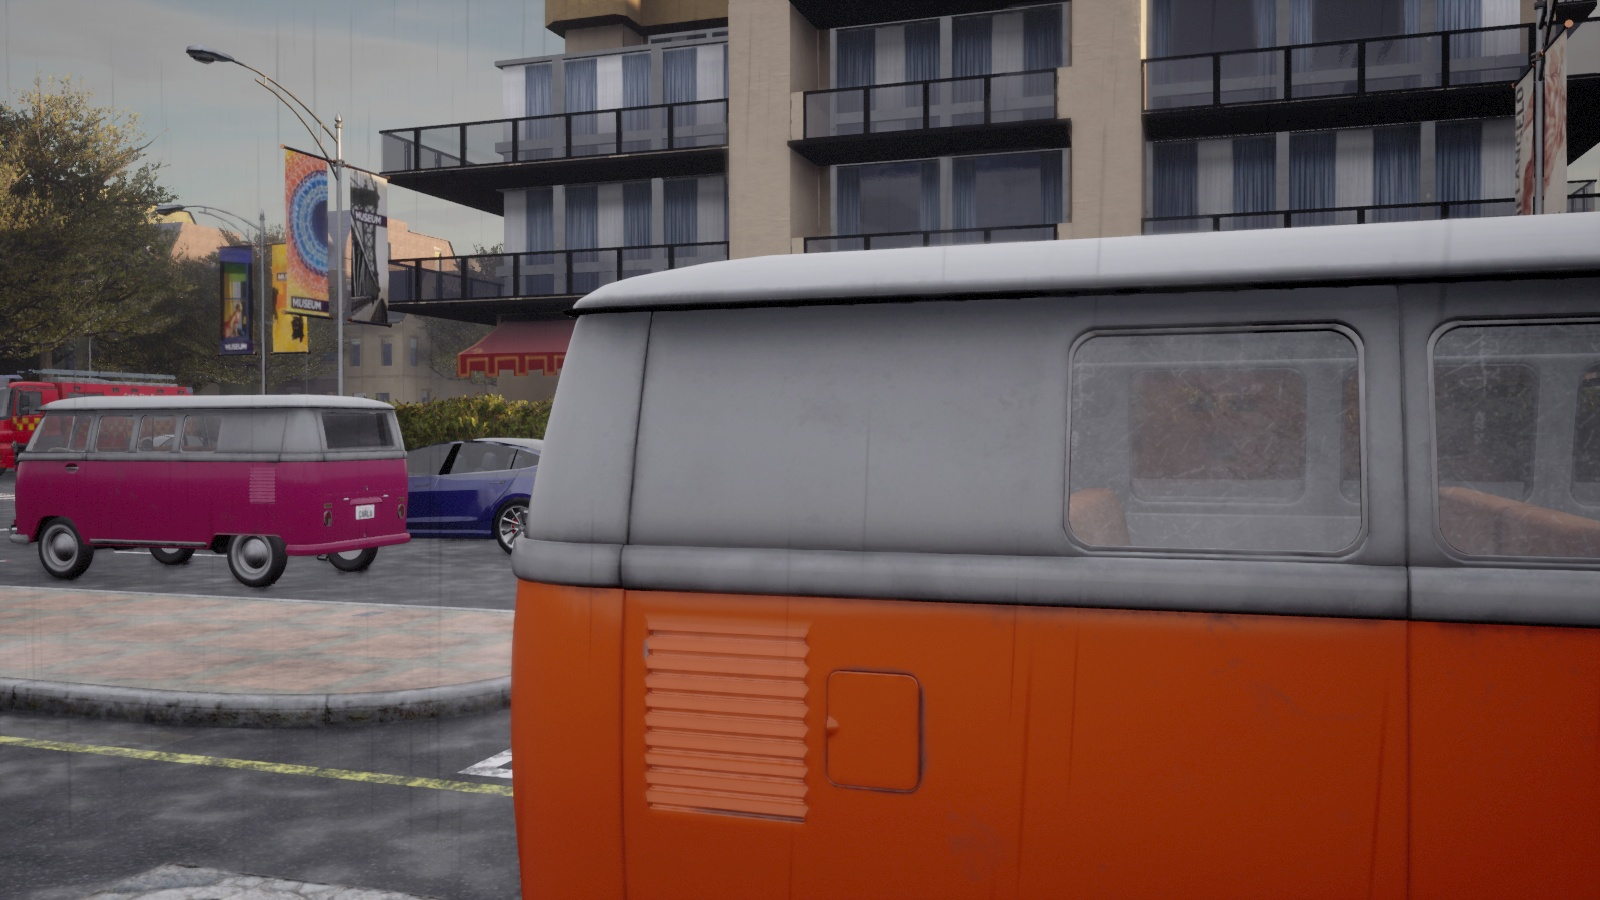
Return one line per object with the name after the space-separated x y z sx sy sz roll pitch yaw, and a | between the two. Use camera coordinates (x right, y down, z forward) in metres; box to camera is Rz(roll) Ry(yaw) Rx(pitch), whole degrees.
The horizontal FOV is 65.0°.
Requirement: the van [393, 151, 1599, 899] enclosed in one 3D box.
1.570 0.543 2.661 4.442 1.987 1.775 1 1 19 | van

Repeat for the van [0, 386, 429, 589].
-6.511 0.334 13.820 4.442 1.987 1.775 1 1 19 | van

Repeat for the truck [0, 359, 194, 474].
-26.770 -1.180 46.298 2.891 3.827 8.468 1 1 18 | truck

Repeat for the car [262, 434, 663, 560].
-4.484 0.540 16.834 4.792 1.488 2.163 1 1 19 | car
